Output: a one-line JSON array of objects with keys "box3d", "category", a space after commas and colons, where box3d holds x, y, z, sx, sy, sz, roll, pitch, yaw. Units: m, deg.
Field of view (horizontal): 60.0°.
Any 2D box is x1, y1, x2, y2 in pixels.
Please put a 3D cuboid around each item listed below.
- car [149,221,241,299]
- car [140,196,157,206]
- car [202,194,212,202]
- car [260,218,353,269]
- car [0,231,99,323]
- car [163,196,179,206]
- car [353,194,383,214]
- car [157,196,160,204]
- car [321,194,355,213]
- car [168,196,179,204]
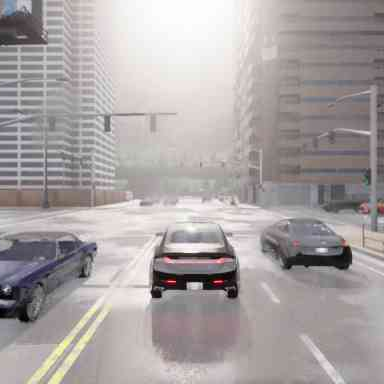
[{"box3d": [0.055, 1.491, 8.462, 2.128, 1.511, 4.902, 0, 0, 0], "category": "car"}, {"box3d": [-7.161, 1.525, 53.298, 1.812, 1.442, 4.674, 0, 0, 1], "category": "car"}, {"box3d": [3.406, 1.355, 76.835, 2.097, 1.767, 4.553, 0, 0, 0], "category": "car"}, {"box3d": [3.566, 1.564, 11.112, 1.994, 1.385, 4.181, 0, 0, 0], "category": "car"}, {"box3d": [-3.610, 1.601, 7.319, 1.895, 1.301, 4.718, 0, 0, 0], "category": "car"}, {"box3d": [-3.656, 1.491, 55.092, 2.128, 1.511, 4.902, 0, 0, 0], "category": "car"}, {"box3d": [18.977, 1.352, 32.996, 4.553, 1.767, 2.097, 0, 0, 0], "category": "car"}, {"box3d": [-7.132, 1.525, 63.211, 1.812, 1.442, 4.674, 0, 0, 1], "category": "car"}, {"box3d": [17.152, 1.221, 36.516, 5.566, 2.045, 2.150, 0, 0, 0], "category": "car"}, {"box3d": [-3.622, 1.505, 65.303, 1.837, 1.490, 4.892, 0, 0, 0], "category": "car"}]
